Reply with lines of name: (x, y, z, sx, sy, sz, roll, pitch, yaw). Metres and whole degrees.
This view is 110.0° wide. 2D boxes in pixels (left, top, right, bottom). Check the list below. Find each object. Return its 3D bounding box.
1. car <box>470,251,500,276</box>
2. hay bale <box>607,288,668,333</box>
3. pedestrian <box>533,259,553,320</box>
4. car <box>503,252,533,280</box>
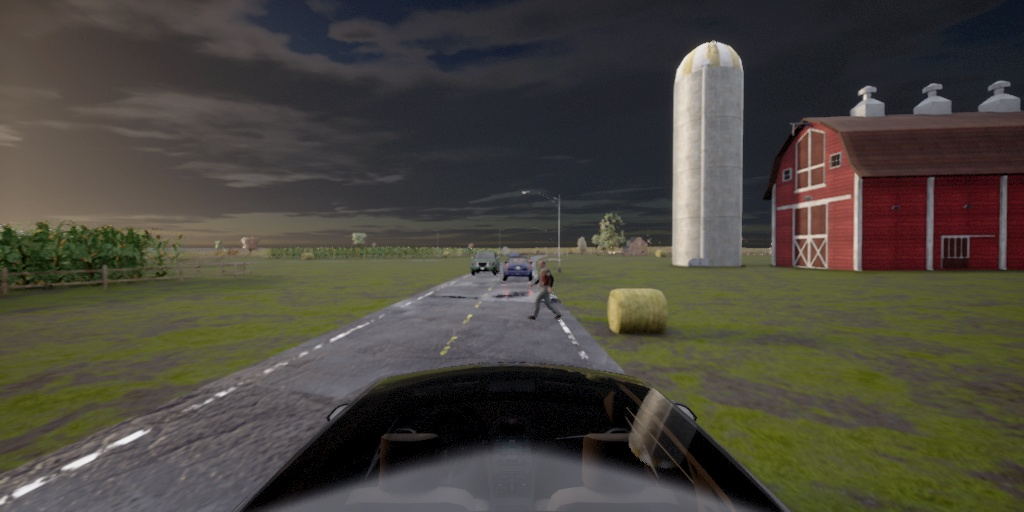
car: (-2.282, 0.612, 31.665, 2.150, 2.045, 5.566, 0, 1, 2)
hay bale: (3.155, 1.319, 9.159, 1.220, 1.180, 1.240, 0, 0, 1)
pedestrian: (0.897, 0.943, 10.340, 0.375, 1.860, 0.375, 0, 1, -2)
car: (0.481, 0.802, 26.871, 2.097, 1.767, 4.553, 0, 1, 2)
